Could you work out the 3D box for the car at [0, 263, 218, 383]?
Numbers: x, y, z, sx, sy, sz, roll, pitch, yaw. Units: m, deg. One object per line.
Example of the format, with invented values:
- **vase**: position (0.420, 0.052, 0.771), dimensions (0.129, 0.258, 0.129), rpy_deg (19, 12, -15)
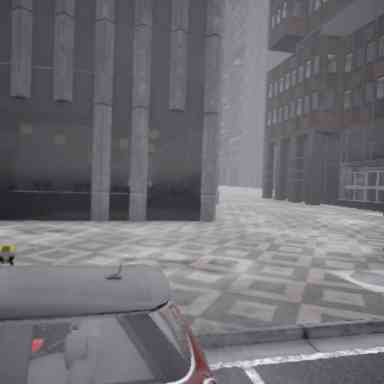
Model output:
- **car**: position (-1.845, 1.314, 2.280), dimensions (4.097, 1.590, 1.967), rpy_deg (1, 2, -13)
